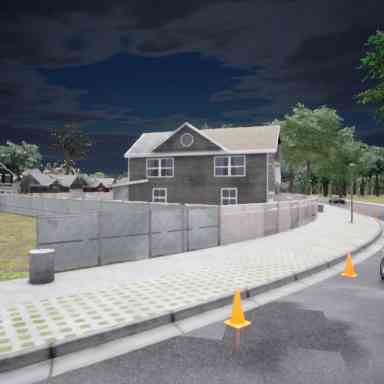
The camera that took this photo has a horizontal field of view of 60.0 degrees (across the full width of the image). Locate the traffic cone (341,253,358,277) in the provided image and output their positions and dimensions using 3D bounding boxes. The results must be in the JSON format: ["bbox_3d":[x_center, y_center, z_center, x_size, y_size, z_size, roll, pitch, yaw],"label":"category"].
[{"bbox_3d":[4.237,1.946,8.958,0.340,0.580,0.340,0,0,44],"label":"traffic cone"}]

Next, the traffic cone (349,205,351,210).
[{"bbox_3d":[18.543,1.825,38.895,0.340,0.580,0.340,0,0,13],"label":"traffic cone"}]

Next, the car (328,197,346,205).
[{"bbox_3d":[23.097,1.417,53.109,1.895,1.301,4.718,0,0,13],"label":"car"}]

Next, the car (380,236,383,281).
[{"bbox_3d":[6.453,1.494,8.752,1.837,1.490,4.892,1,1,42],"label":"car"}]

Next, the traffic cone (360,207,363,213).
[{"bbox_3d":[17.377,1.845,34.033,0.340,0.580,0.340,0,0,13],"label":"traffic cone"}]

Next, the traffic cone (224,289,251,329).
[{"bbox_3d":[0.775,1.953,5.684,0.340,0.580,0.340,0,0,-41],"label":"traffic cone"}]
